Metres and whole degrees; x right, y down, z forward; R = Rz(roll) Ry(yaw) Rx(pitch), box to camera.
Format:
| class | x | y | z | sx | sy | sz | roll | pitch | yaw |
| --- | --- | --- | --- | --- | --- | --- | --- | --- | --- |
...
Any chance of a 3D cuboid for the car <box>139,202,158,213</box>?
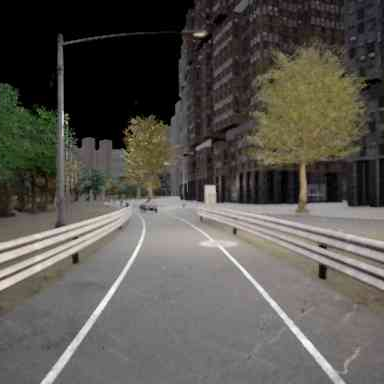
| class | x | y | z | sx | sy | sz | roll | pitch | yaw |
| --- | --- | --- | --- | --- | --- | --- | --- | --- | --- |
| car | -5.830 | 1.979 | 44.279 | 2.033 | 1.411 | 5.357 | -1 | -1 | -16 |
